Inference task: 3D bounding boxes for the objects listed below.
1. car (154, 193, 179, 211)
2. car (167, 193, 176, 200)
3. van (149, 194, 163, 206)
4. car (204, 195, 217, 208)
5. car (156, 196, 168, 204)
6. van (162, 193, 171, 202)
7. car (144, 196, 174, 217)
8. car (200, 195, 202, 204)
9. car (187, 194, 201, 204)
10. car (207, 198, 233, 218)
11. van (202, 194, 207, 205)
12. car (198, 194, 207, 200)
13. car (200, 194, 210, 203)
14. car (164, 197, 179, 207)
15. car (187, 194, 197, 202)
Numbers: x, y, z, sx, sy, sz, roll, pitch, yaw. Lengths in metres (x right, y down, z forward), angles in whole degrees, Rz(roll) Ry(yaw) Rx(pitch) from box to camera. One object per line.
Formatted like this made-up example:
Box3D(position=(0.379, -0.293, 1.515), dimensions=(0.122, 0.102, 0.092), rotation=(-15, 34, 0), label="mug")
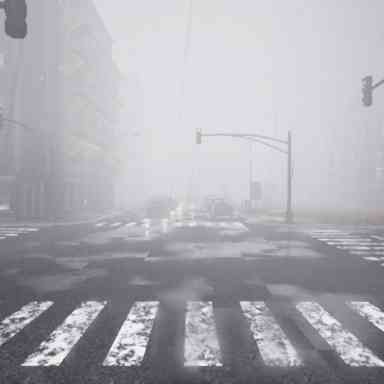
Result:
Box3D(position=(-3.072, 1.313, 40.513), dimensions=(2.097, 1.767, 4.553), rotation=(0, 0, 0), label="car")
Box3D(position=(-5.663, 1.168, 92.047), dimensions=(2.192, 1.841, 5.009), rotation=(-1, 0, 0), label="car")
Box3D(position=(-5.681, 1.284, 52.523), dimensions=(1.690, 1.788, 3.998), rotation=(-1, 0, 0), label="van")
Box3D(position=(2.661, 1.408, 35.614), dimensions=(1.967, 1.590, 4.097), rotation=(-1, 0, 0), label="car")
Box3D(position=(-5.673, 1.466, 63.814), dimensions=(1.887, 1.381, 4.507), rotation=(-1, 0, 0), label="car")
Box3D(position=(-5.671, 1.238, 75.108), dimensions=(1.690, 1.788, 3.998), rotation=(-1, 0, 0), label="van")
Box3D(position=(-3.081, 1.451, 31.199), dimensions=(1.882, 1.535, 5.008), rotation=(0, 0, 0), label="car")
Box3D(position=(2.670, 1.487, 52.552), dimensions=(1.887, 1.381, 4.507), rotation=(-1, 0, 0), label="car")
Box3D(position=(0.128, 1.476, 60.369), dimensions=(2.033, 1.411, 5.357), rotation=(0, 0, 0), label="car")
Box3D(position=(2.660, 1.520, 29.969), dimensions=(1.887, 1.381, 4.507), rotation=(-1, 0, 0), label="car")
Box3D(position=(2.664, 1.293, 46.906), dimensions=(1.690, 1.788, 3.998), rotation=(-1, 0, 0), label="van")
Box3D(position=(2.720, 1.309, 86.427), dimensions=(1.967, 1.590, 4.097), rotation=(-1, 0, 0), label="car")
Box3D(position=(2.682, 1.350, 69.489), dimensions=(1.967, 1.590, 4.097), rotation=(-1, 0, 0), label="car")
Box3D(position=(-3.056, 1.510, 50.478), dimensions=(1.994, 1.385, 4.181), rotation=(0, 0, 0), label="car")
Box3D(position=(0.060, 1.260, 70.995), dimensions=(2.097, 1.767, 4.553), rotation=(0, 0, 0), label="car")
